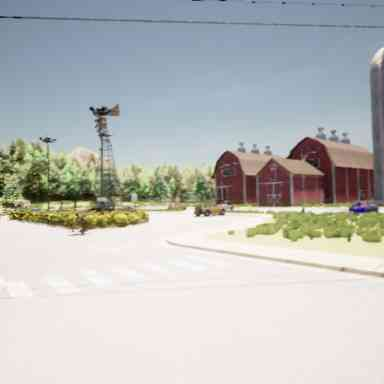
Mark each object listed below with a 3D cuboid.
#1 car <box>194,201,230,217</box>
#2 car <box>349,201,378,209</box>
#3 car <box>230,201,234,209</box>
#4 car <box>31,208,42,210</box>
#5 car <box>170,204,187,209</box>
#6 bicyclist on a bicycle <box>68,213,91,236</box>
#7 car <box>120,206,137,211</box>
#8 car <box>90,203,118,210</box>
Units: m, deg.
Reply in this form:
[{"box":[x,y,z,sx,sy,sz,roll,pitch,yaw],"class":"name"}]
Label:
[{"box":[2.401,2.297,43.938,4.605,1.855,1.932,-1,-2,-40],"class":"car"},{"box":[21.553,1.896,41.657,4.611,1.667,2.242,-1,-2,-40],"class":"car"},{"box":[6.064,2.553,60.248,3.866,1.878,1.905,-1,-2,-40],"class":"car"},{"box":[-28.274,3.648,59.950,5.008,1.535,1.882,-1,-1,-25],"class":"car"},{"box":[-2.991,3.209,70.233,4.193,1.474,1.816,-1,-2,-40],"class":"car"},{"box":[-7.924,2.279,23.477,1.656,1.620,0.582,-1,-1,-39],"class":"bicyclist on a bicycle"},{"box":[-12.110,3.275,61.080,3.905,1.438,1.784,-1,-2,-40],"class":"car"},{"box":[-15.380,2.967,56.991,5.566,2.045,2.150,-4,-3,42],"class":"car"}]
